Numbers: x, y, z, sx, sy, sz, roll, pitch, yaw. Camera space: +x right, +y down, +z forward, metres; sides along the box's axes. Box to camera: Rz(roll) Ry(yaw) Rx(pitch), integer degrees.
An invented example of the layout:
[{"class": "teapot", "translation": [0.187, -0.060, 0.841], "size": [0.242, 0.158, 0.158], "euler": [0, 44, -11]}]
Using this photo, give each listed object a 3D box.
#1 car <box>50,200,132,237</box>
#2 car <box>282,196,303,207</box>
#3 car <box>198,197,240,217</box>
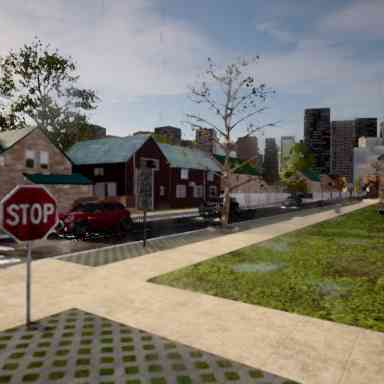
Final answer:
[{"class": "car", "translation": [-5.363, 1.266, 17.625], "size": [2.097, 1.767, 4.553], "euler": [1, 1, 34]}, {"class": "car", "translation": [14.069, 1.263, 46.479], "size": [1.812, 1.442, 4.674], "euler": [1, 0, 34]}, {"class": "car", "translation": [2.469, 1.194, 29.315], "size": [2.097, 1.767, 4.553], "euler": [1, 1, 34]}]
